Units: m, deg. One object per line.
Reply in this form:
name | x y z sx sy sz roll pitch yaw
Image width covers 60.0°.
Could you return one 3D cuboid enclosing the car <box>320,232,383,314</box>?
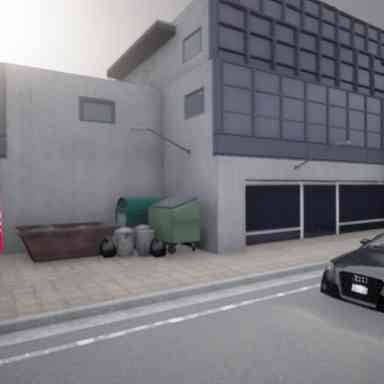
car | 4.583 1.466 6.758 4.181 1.385 1.994 -1 1 -31
